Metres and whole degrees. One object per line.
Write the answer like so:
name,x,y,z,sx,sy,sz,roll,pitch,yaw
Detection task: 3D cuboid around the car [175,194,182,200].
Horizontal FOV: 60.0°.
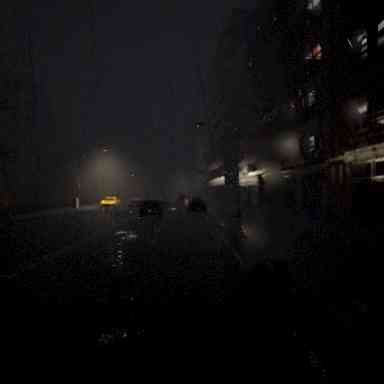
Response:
car,-3.713,1.302,91.603,1.882,1.535,5.008,0,0,-5

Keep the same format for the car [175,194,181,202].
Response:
car,-2.097,1.292,69.416,1.837,1.490,4.892,0,0,-4

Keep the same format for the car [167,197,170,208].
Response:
car,-4.158,1.424,47.772,2.128,1.511,4.902,0,0,-3

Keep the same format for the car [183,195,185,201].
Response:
car,0.120,1.389,44.476,1.801,1.575,5.366,0,0,-2

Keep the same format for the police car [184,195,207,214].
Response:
police car,0.473,1.370,34.349,1.930,1.638,5.238,0,0,-2

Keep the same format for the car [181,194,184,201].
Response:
car,-0.124,1.279,50.283,2.097,1.767,4.553,0,0,-3

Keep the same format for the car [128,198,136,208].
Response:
car,-7.500,1.500,45.514,1.994,1.385,4.181,0,0,-2

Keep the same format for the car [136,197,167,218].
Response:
car,-3.539,1.430,29.847,1.882,1.535,5.008,0,0,-1

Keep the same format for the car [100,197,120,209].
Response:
car,-10.687,1.416,43.781,1.882,1.535,5.008,0,0,-2
